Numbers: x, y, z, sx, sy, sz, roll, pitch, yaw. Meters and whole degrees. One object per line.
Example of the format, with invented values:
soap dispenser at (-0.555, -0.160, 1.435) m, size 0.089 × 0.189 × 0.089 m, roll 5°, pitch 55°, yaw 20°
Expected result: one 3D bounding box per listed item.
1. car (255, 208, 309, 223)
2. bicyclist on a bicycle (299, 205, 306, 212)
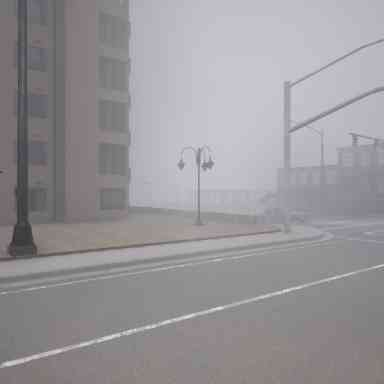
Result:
car at (7.958, 2.096, 29.830) m, size 1.895 × 1.301 × 4.718 m, roll 0°, pitch -4°, yaw -36°
bicyclist on a bicycle at (13.575, 2.464, 40.693) m, size 1.656 × 1.620 × 0.582 m, roll 0°, pitch -8°, yaw -35°
